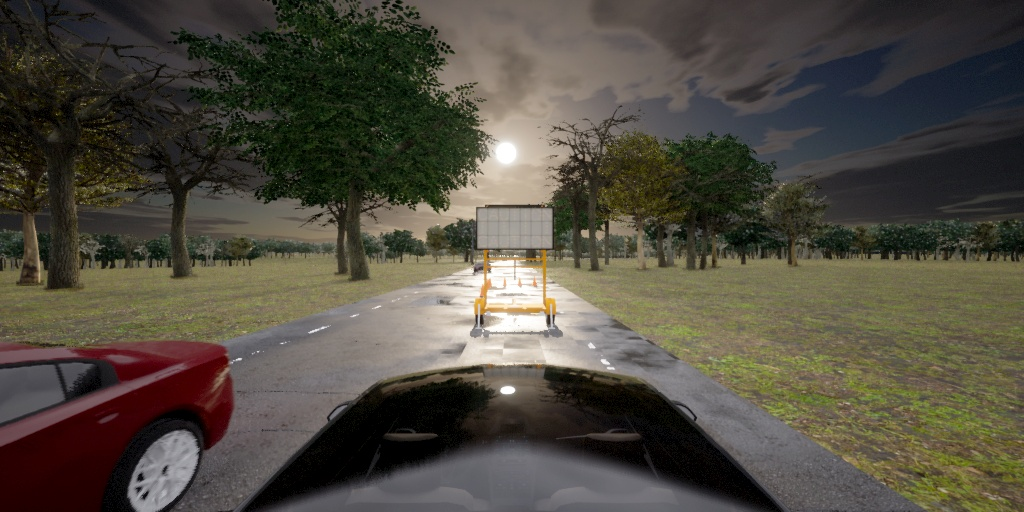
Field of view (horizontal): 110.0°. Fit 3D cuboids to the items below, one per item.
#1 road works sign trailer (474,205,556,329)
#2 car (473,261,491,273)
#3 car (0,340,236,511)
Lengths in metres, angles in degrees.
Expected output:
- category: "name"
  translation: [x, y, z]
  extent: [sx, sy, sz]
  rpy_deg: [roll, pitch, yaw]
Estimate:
- category: "road works sign trailer"
  translation: [0.090, 0.211, 11.194]
  extent: [2.380, 3.560, 2.880]
  rpy_deg: [0, 0, 0]
- category: "car"
  translation: [-3.588, 1.331, 43.626]
  extent: [1.994, 1.385, 4.181]
  rpy_deg: [0, 0, 0]
- category: "car"
  translation: [-3.598, 1.228, 1.332]
  extent: [1.882, 1.535, 5.008]
  rpy_deg: [0, 0, 0]
